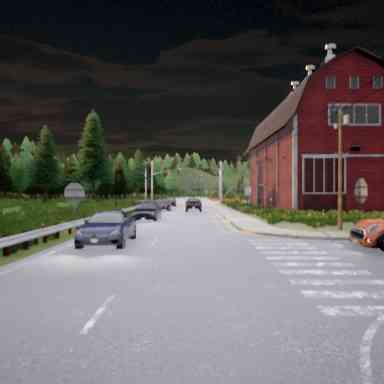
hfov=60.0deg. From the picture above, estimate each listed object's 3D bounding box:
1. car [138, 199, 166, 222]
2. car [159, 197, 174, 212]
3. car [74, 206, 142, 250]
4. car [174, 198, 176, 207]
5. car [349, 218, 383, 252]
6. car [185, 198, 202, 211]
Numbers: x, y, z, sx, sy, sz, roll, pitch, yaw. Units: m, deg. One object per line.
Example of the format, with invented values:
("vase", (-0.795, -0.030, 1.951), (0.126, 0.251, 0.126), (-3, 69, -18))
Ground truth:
("car", (-3.533, 1.558, 26.779), (2.033, 1.411, 5.357), (0, 0, 0))
("car", (-3.499, 1.521, 39.805), (1.837, 1.490, 4.892), (0, 0, 0))
("car", (-3.566, 1.531, 14.485), (1.812, 1.442, 4.674), (0, 0, 0))
("car", (-3.442, 1.499, 51.550), (1.882, 1.535, 5.008), (0, 0, 0))
("car", (8.674, 1.358, 12.992), (4.553, 1.767, 2.097), (0, 0, 4))
("car", (0.198, 1.521, 40.457), (1.837, 1.490, 4.892), (0, 0, 0))
